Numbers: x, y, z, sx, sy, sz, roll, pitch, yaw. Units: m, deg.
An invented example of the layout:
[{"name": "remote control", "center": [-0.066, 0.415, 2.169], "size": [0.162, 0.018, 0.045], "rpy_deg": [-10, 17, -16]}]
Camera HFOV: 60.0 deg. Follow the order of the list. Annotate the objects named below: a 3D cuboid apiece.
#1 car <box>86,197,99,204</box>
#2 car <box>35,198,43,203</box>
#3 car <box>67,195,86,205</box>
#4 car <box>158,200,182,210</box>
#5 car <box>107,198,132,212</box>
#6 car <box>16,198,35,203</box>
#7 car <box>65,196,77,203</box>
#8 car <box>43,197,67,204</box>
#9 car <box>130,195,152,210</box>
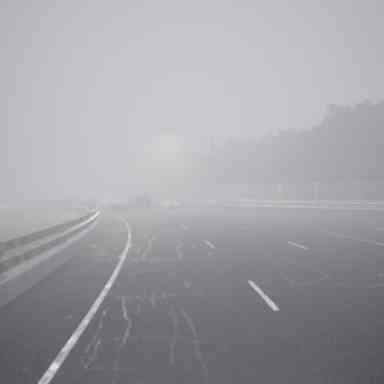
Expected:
[{"name": "car", "center": [-22.681, 1.893, 75.147], "size": [1.882, 1.535, 5.008], "rpy_deg": [-1, 0, -38]}, {"name": "car", "center": [-37.876, 2.170, 83.552], "size": [4.181, 1.385, 1.994], "rpy_deg": [-1, 0, 37]}, {"name": "car", "center": [-26.219, 1.681, 73.191], "size": [2.150, 2.045, 5.566], "rpy_deg": [-1, 0, -44]}, {"name": "car", "center": [-3.111, 1.722, 45.556], "size": [1.895, 1.301, 4.718], "rpy_deg": [-1, 0, -24]}, {"name": "car", "center": [-9.700, 1.799, 43.173], "size": [1.895, 1.301, 4.718], "rpy_deg": [-1, 0, -25]}, {"name": "car", "center": [-41.334, 2.157, 81.756], "size": [4.892, 1.490, 1.837], "rpy_deg": [-1, 0, 35]}, {"name": "car", "center": [-31.975, 1.908, 87.760], "size": [2.097, 1.767, 4.553], "rpy_deg": [-1, 0, -34]}, {"name": "car", "center": [-29.352, 1.969, 71.383], "size": [5.008, 1.535, 1.882], "rpy_deg": [-1, 0, 43]}, {"name": "car", "center": [-7.307, 1.397, 46.336], "size": [2.150, 2.045, 5.566], "rpy_deg": [0, 0, -26]}]
